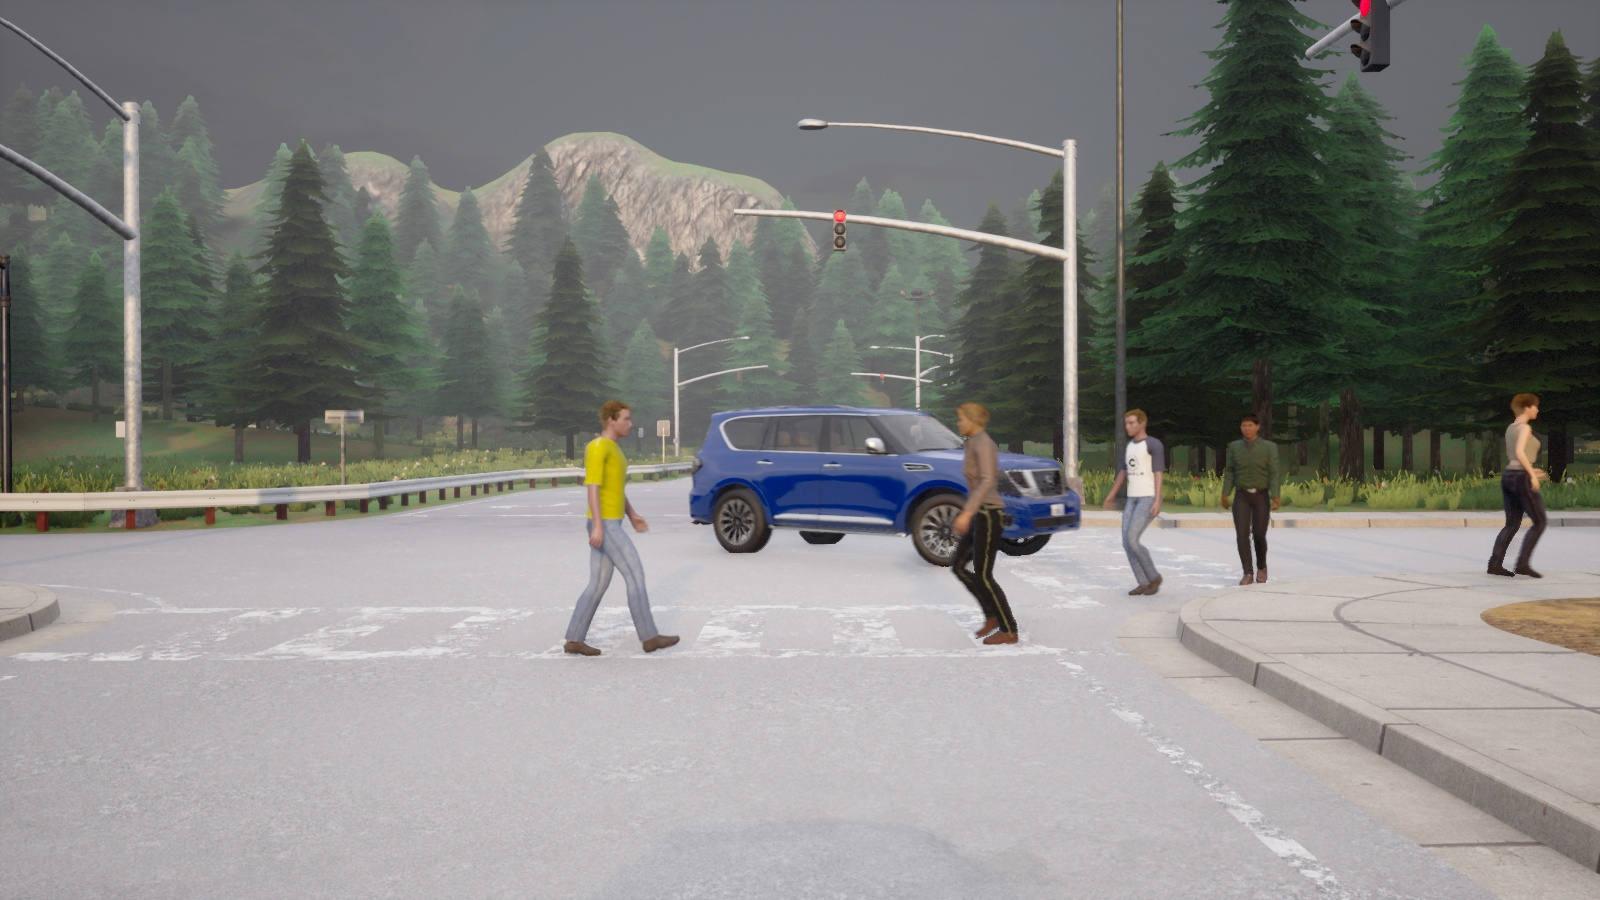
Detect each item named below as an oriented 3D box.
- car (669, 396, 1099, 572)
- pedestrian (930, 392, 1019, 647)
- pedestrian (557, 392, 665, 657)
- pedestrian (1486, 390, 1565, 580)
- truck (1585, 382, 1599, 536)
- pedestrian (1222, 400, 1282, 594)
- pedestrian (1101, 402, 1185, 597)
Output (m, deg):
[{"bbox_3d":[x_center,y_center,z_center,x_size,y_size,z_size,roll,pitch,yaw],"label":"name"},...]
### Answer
[{"bbox_3d":[1.000,0.398,17.090,5.566,2.045,2.150,0,0,37],"label":"car"},{"bbox_3d":[1.295,0.504,9.306,0.634,1.846,0.331,0,0,9],"label":"pedestrian"},{"bbox_3d":[-1.331,0.515,8.885,0.706,1.836,0.354,0,0,-1],"label":"pedestrian"},{"bbox_3d":[7.138,0.338,12.367,0.594,1.836,0.345,0,0,8],"label":"pedestrian"},{"bbox_3d":[15.399,0.143,19.159,5.204,2.467,2.627,0,0,1],"label":"truck"},{"bbox_3d":[4.714,0.471,13.091,0.423,1.949,0.788,0,0,32],"label":"pedestrian"},{"bbox_3d":[3.301,0.464,12.077,0.706,1.836,0.354,0,0,-22],"label":"pedestrian"}]
